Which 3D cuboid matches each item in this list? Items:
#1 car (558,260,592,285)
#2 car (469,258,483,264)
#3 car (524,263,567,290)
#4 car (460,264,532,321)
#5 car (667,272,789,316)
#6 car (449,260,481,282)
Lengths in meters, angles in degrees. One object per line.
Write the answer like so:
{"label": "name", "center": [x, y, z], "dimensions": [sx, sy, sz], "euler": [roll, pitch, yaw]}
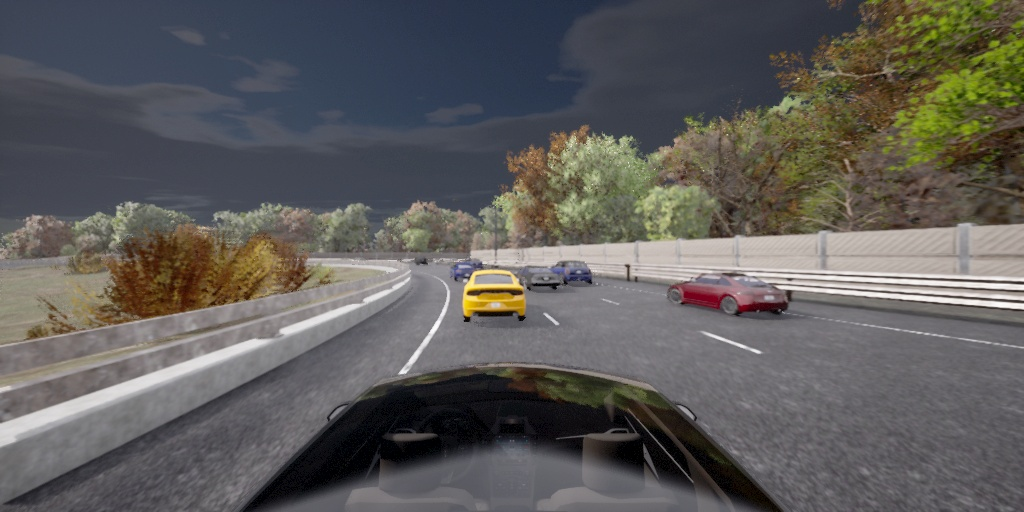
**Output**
{"label": "car", "center": [4.049, 1.094, 26.097], "dimensions": [2.097, 1.767, 4.553], "euler": [0, 0, -12]}
{"label": "car", "center": [-5.982, 1.136, 53.004], "dimensions": [2.097, 1.767, 4.553], "euler": [0, 0, -27]}
{"label": "car", "center": [1.397, 1.298, 22.213], "dimensions": [2.033, 1.411, 5.357], "euler": [0, 0, -11]}
{"label": "car", "center": [-0.697, 1.233, 12.575], "dimensions": [1.882, 1.535, 5.008], "euler": [0, 0, -6]}
{"label": "car", "center": [7.726, 1.290, 13.308], "dimensions": [1.994, 1.385, 4.181], "euler": [0, 0, -12]}
{"label": "car", "center": [-4.081, 1.297, 29.819], "dimensions": [1.812, 1.442, 4.674], "euler": [0, 0, -16]}
